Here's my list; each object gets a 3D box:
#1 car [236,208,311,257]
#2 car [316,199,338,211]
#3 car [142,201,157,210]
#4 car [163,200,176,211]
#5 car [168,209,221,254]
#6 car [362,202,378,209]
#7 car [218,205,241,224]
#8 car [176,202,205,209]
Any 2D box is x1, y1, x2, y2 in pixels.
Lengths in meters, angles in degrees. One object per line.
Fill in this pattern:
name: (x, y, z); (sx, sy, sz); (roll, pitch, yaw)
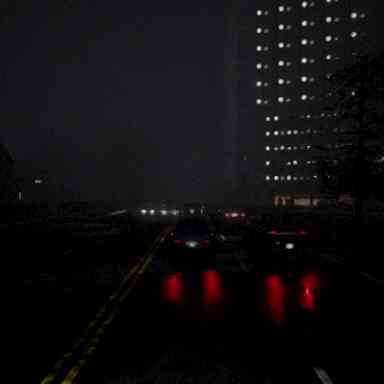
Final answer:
car: (3.276, 1.615, 13.516); (2.128, 1.511, 4.902); (0, 0, 0)
car: (23.026, 2.169, 54.494); (5.009, 1.841, 2.192); (0, 1, 20)
car: (-6.493, 2.041, 51.465); (2.033, 1.411, 5.357); (0, -1, 0)
car: (-3.261, 1.953, 49.762); (1.882, 1.535, 5.008); (0, -1, 0)
car: (0.028, 1.652, 13.910); (1.812, 1.442, 4.674); (0, 0, 0)
car: (31.062, 2.298, 59.945); (4.403, 1.369, 2.008); (0, 1, 20)
car: (3.269, 1.801, 27.512); (2.033, 1.411, 5.357); (0, -1, 0)
car: (0.028, 1.614, 28.413); (2.097, 1.767, 4.553); (0, -1, 0)
